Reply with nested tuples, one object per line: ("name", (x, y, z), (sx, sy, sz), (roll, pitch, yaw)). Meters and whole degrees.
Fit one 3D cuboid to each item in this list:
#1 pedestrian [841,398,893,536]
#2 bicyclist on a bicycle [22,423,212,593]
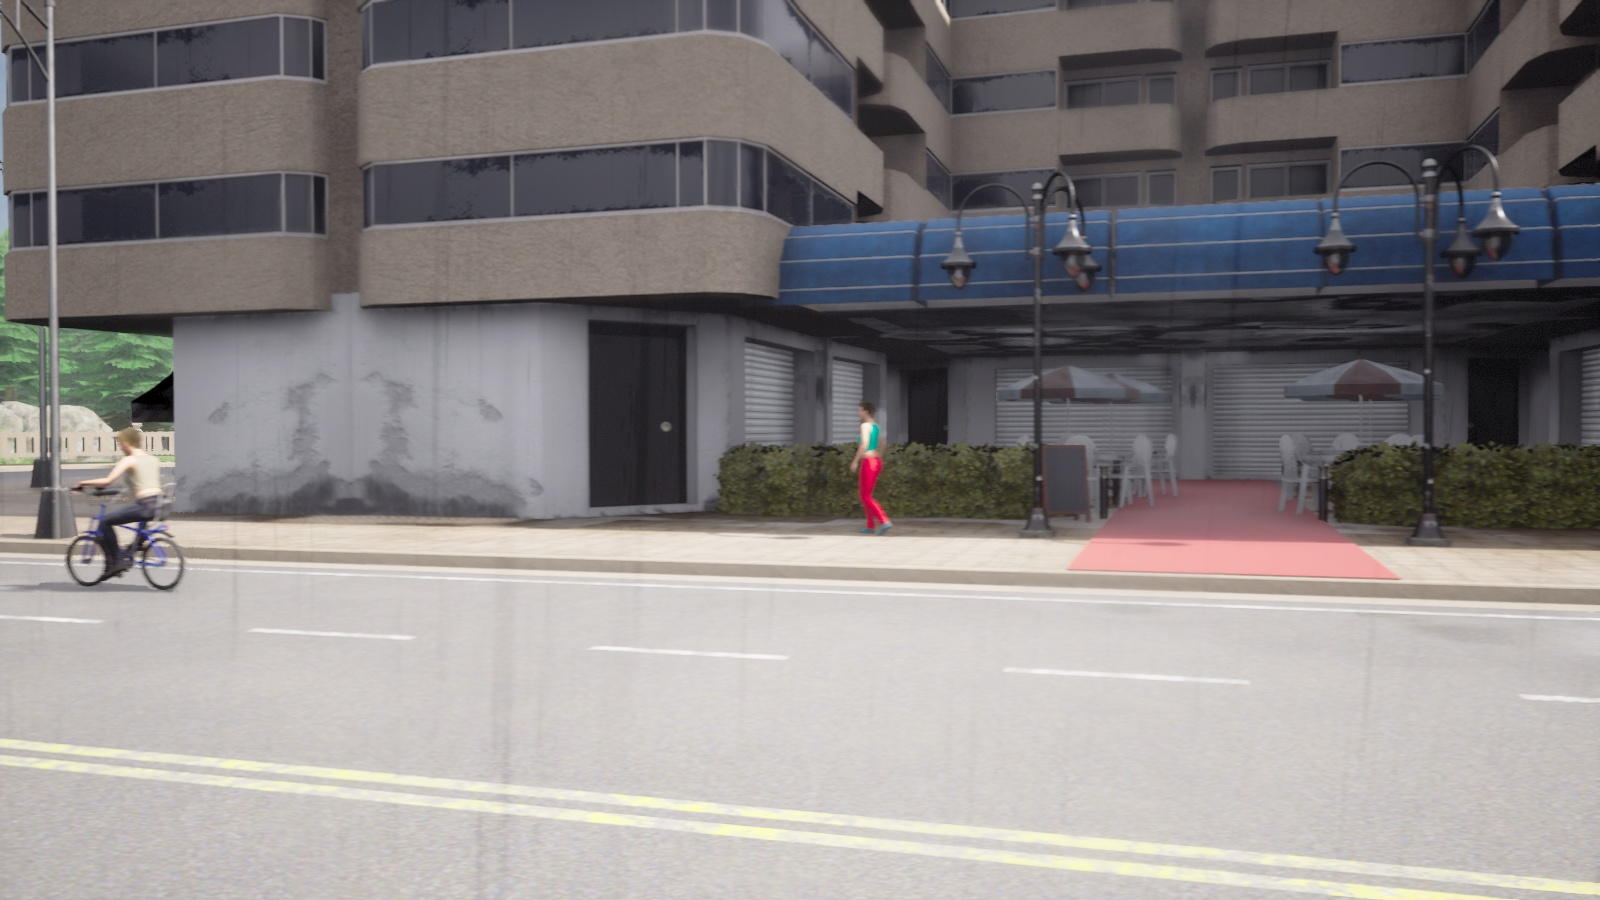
("pedestrian", (0.907, 0.223, 16.993), (0.594, 1.836, 0.345), (1, 1, 30))
("bicyclist on a bicycle", (-6.829, 0.540, 12.581), (1.509, 1.612, 0.866), (0, 1, 18))
